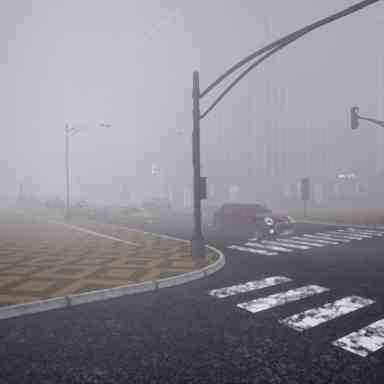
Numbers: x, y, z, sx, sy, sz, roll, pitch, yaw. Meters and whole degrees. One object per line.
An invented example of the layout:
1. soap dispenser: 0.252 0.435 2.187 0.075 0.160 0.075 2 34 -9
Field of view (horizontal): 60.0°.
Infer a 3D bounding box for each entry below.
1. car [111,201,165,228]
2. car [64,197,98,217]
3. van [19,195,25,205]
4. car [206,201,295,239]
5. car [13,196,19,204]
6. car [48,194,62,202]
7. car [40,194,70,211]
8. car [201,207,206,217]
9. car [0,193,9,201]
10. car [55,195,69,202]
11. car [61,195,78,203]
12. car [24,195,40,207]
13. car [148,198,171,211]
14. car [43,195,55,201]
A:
1. car: -4.012 1.551 22.824 1.752 1.417 4.829 -1 1 -36
2. car: -10.432 1.533 31.898 1.752 1.417 4.829 -1 1 -36
3. van: -26.675 1.302 54.648 1.690 1.788 3.998 -1 1 -36
4. car: 3.135 1.345 17.475 2.097 1.767 4.553 -1 1 -36
5. car: -33.150 1.493 63.682 2.008 1.369 4.403 -1 1 -36
6. car: -29.985 1.255 72.788 1.967 1.590 4.097 -1 1 -36
7. car: -16.960 1.429 41.101 1.967 1.590 4.097 -1 1 -36
8. car: 2.503 1.454 27.705 2.008 1.369 4.403 -1 1 -36
9. car: -46.103 1.449 81.745 1.887 1.381 4.507 -1 1 -36
10. car: -26.746 1.406 68.273 1.802 1.307 4.206 -1 1 -36
11. car: -23.508 1.385 63.757 2.008 1.369 4.403 -1 1 -36
12. car: -23.436 1.410 50.133 1.967 1.590 4.097 -1 1 -36
13. car: -4.033 1.327 36.696 1.967 1.590 4.097 -1 1 -36
14. car: -33.322 1.330 77.443 1.752 1.417 4.829 -1 1 -36
